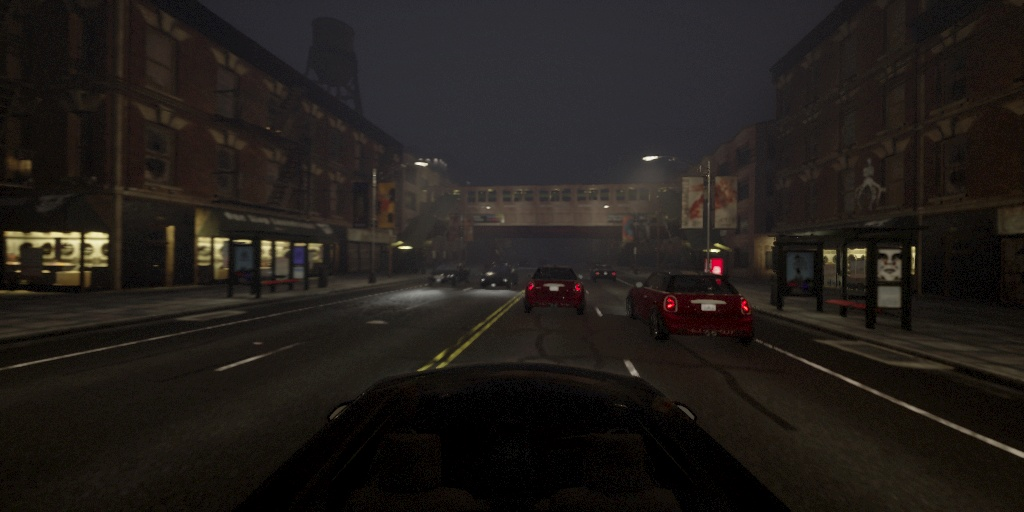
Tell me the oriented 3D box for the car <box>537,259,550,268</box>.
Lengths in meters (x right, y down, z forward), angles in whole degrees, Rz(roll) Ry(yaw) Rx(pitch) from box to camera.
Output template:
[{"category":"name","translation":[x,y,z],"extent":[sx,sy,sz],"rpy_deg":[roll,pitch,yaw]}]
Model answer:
[{"category":"car","translation":[5.643,1.384,63.957],"extent":[1.837,1.490,4.892],"rpy_deg":[1,0,10]}]

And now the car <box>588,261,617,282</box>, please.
[{"category":"car","translation":[7.651,1.425,30.335],"extent":[2.033,1.411,5.357],"rpy_deg":[1,0,9]}]

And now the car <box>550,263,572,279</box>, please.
[{"category":"car","translation":[4.721,1.407,34.373],"extent":[1.994,1.385,4.181],"rpy_deg":[1,0,8]}]

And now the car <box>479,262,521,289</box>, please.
[{"category":"car","translation":[-0.683,1.309,23.421],"extent":[2.033,1.411,5.357],"rpy_deg":[1,0,9]}]

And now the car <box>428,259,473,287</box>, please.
[{"category":"car","translation":[-4.100,1.209,24.215],"extent":[2.128,1.511,4.902],"rpy_deg":[1,0,9]}]

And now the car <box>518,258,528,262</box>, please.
[{"category":"car","translation":[2.287,1.193,65.037],"extent":[2.097,1.767,4.553],"rpy_deg":[1,0,10]}]

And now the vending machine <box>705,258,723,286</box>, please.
[{"category":"vending machine","translation":[14.254,1.154,25.368],"extent":[1.100,2.100,0.880],"rpy_deg":[0,0,9]}]

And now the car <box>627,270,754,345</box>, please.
[{"category":"car","translation":[4.654,1.171,10.076],"extent":[2.097,1.767,4.553],"rpy_deg":[1,0,8]}]

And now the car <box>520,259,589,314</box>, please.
[{"category":"car","translation":[1.728,1.137,14.279],"extent":[2.097,1.767,4.553],"rpy_deg":[1,0,8]}]
